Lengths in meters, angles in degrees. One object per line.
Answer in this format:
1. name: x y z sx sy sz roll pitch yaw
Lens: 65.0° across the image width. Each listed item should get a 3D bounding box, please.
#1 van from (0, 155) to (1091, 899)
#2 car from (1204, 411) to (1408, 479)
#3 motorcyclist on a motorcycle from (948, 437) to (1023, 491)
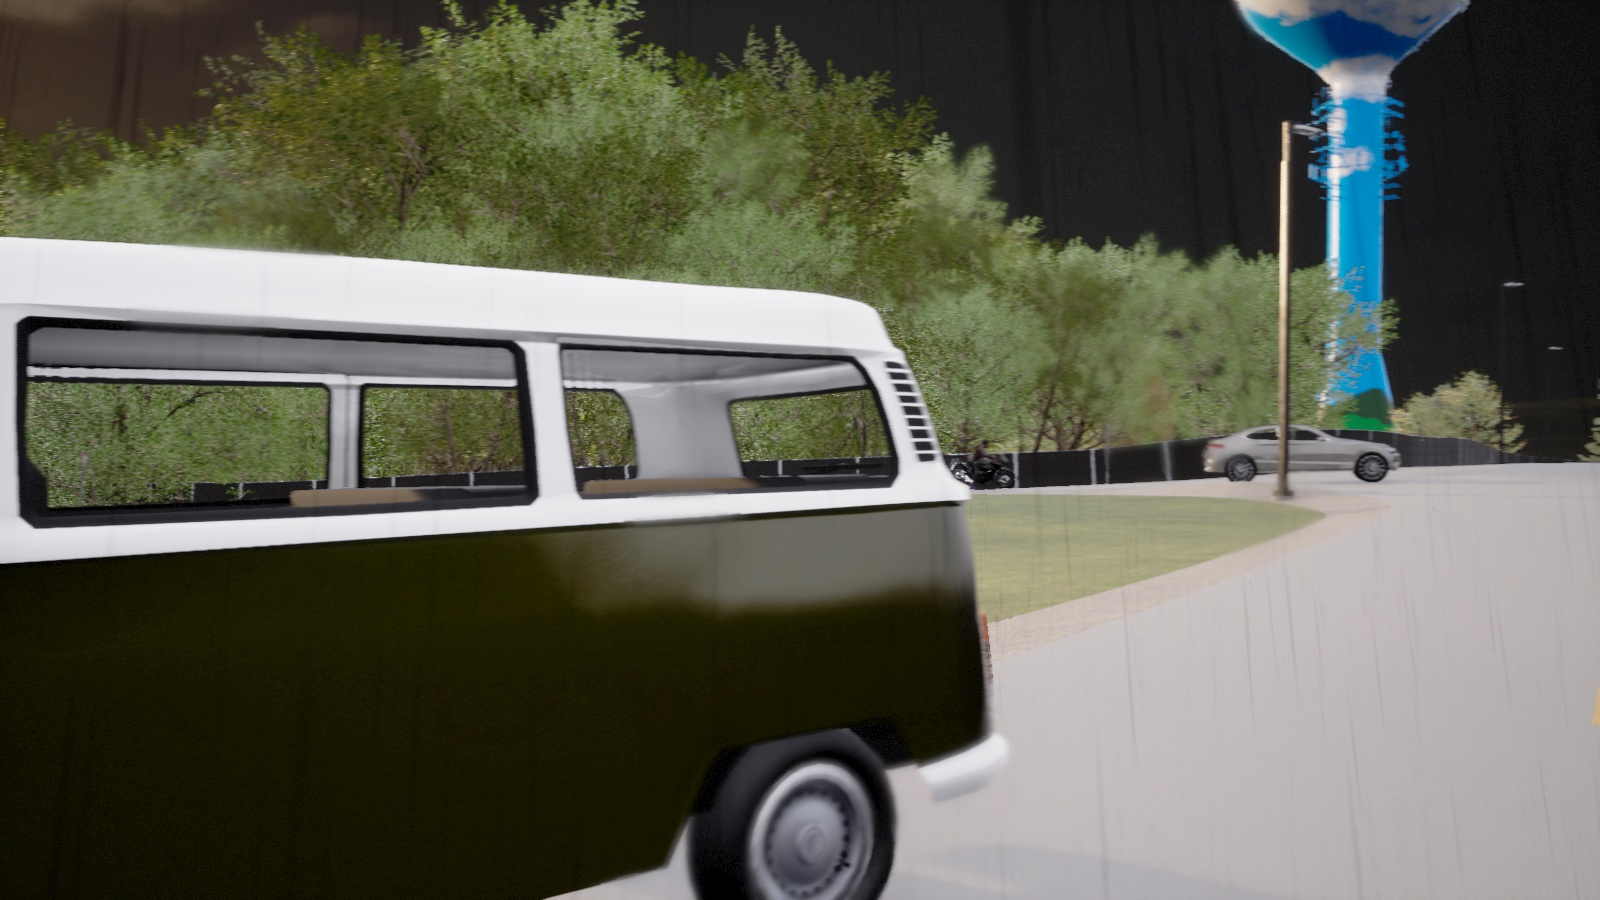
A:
1. van: -1.495 0.511 3.501 4.480 2.038 2.069 -1 -1 -38
2. car: 13.923 -0.109 34.786 5.027 1.651 2.152 -2 -1 21
3. motorcyclist on a motorcycle: 5.608 0.430 37.972 2.044 1.523 0.797 -3 -2 21
